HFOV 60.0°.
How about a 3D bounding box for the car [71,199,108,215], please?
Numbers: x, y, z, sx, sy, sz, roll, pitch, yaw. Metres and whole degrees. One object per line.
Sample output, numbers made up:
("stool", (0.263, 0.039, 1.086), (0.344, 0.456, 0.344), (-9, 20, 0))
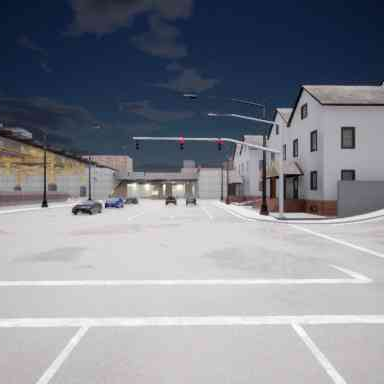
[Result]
("car", (-10.684, 1.547, 34.369), (2.033, 1.411, 5.357), (0, 0, 0))

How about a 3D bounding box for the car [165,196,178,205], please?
("car", (-3.644, 1.505, 58.602), (1.837, 1.490, 4.892), (0, 0, 0))

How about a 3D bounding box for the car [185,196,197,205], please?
("car", (-0.145, 1.489, 58.611), (2.128, 1.511, 4.902), (0, 0, 0))

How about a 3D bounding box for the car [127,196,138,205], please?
("car", (-10.721, 1.526, 59.044), (1.812, 1.442, 4.674), (0, 0, 0))

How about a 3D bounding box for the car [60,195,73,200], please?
("car", (-31.919, 1.295, 84.296), (1.853, 1.218, 4.536), (0, 0, -37))

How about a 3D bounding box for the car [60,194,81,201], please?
("car", (-32.691, 1.452, 89.619), (2.038, 1.542, 4.974), (0, 0, 28))

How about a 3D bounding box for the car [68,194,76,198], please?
("car", (-31.887, 1.452, 84.254), (2.038, 1.542, 4.974), (0, 0, -37))

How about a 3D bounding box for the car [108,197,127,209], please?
("car", (-10.709, 1.478, 45.818), (1.882, 1.535, 5.008), (0, 0, 0))
